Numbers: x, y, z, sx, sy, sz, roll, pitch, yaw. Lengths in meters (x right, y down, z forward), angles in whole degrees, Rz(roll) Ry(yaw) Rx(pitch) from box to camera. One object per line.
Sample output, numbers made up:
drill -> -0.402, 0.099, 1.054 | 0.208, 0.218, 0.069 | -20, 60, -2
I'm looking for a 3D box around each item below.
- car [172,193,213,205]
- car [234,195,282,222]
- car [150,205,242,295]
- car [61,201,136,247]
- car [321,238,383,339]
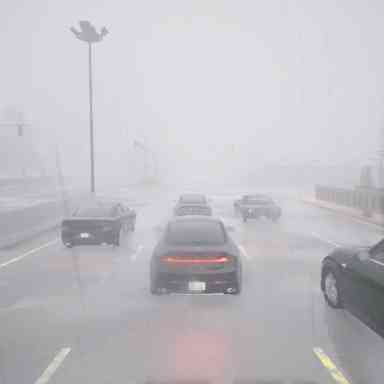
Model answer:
car -> 0.028, 0.809, 17.524 | 1.837, 1.490, 4.892 | 0, 4, 0
car -> 3.523, 0.821, 18.744 | 1.895, 1.301, 4.718 | 0, 4, 0
car -> 0.075, 1.335, 8.321 | 1.837, 1.490, 4.892 | 0, 2, 0
car -> -3.449, 1.078, 13.111 | 1.882, 1.535, 5.008 | 0, 4, 0
car -> 3.586, 1.290, 4.700 | 2.097, 1.767, 4.553 | 0, 1, 0
